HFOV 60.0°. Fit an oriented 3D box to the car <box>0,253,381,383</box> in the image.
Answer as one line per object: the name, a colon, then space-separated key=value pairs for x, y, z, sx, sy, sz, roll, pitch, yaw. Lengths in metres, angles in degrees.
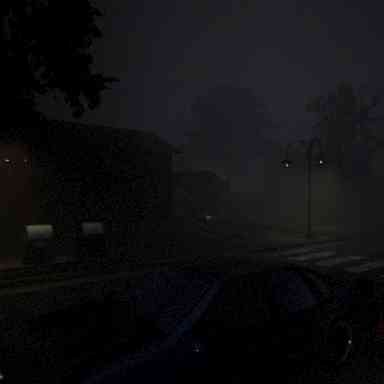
car: x=0.320 y=1.568 z=4.220 sx=5.357 sy=1.411 sz=2.033 roll=1 pitch=0 yaw=-36
